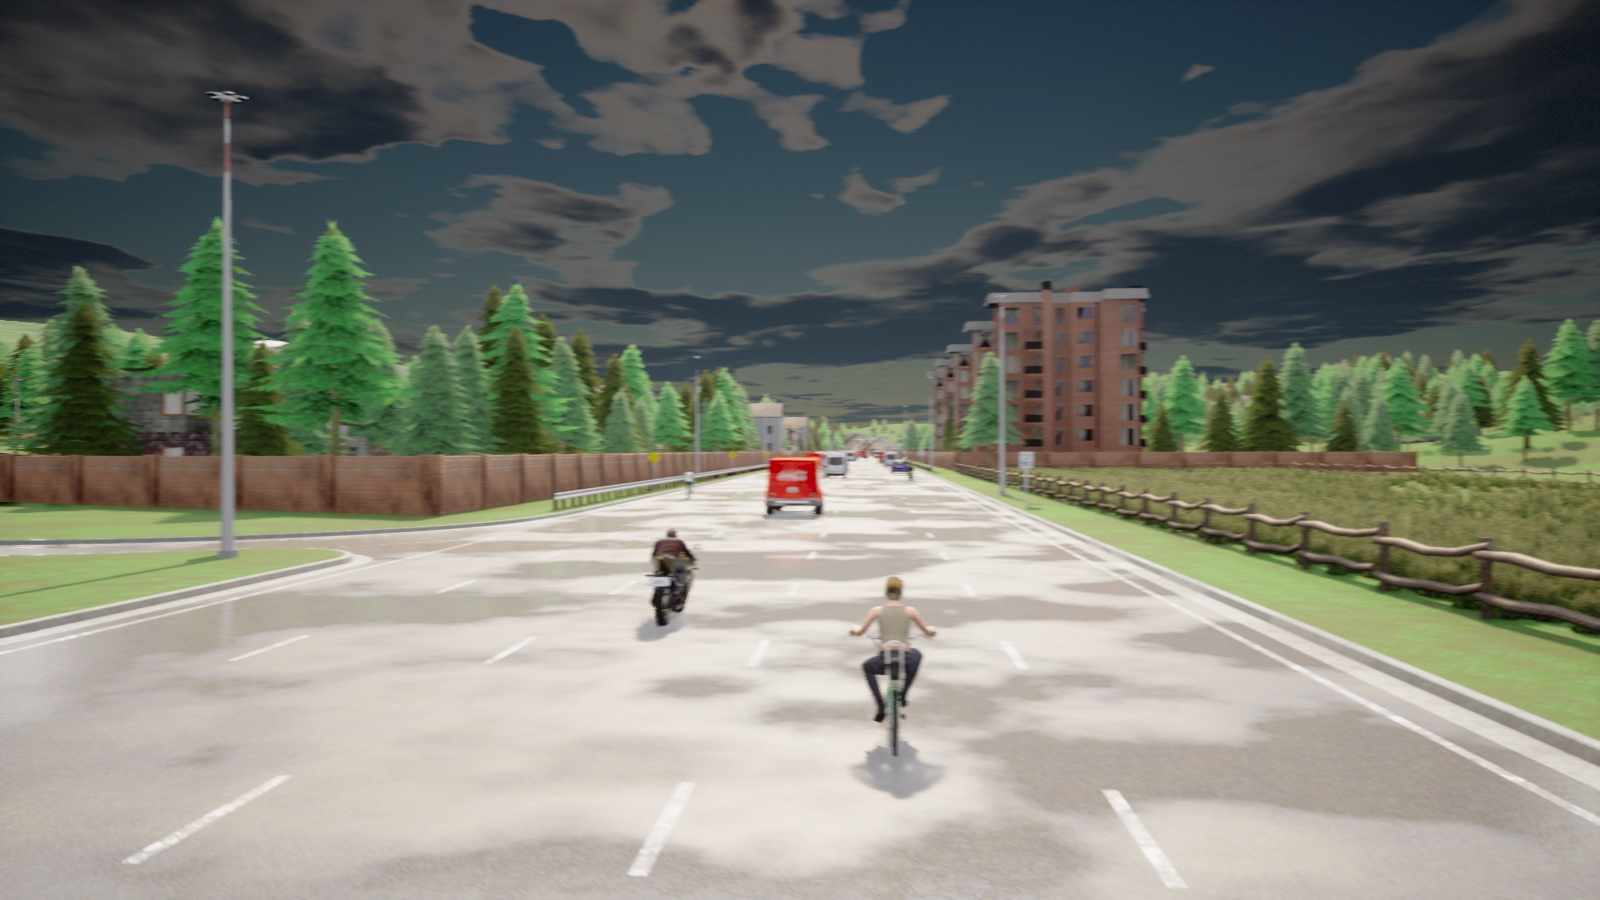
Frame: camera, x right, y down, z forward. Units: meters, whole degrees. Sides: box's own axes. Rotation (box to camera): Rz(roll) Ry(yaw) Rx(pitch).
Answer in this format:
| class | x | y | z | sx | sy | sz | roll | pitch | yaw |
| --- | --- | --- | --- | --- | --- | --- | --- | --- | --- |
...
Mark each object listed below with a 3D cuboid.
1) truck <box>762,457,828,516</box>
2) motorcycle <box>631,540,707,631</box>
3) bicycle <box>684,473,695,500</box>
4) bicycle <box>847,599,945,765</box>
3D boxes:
| class | x | y | z | sx | sy | sz | roll | pitch | yaw |
| --- | --- | --- | --- | --- | --- | --- | --- | --- | --- |
| truck | -0.154 | 1.576 | 51.295 | 2.627 | 2.467 | 5.204 | 0 | 0 | 3 |
| motorcycle | -2.140 | 2.211 | 19.029 | 0.867 | 1.251 | 2.209 | 0 | 0 | 4 |
| bicycle | -6.271 | 2.074 | 65.024 | 0.373 | 1.496 | 1.643 | 0 | 0 | 4 |
| bicycle | 0.895 | 2.157 | 10.913 | 0.859 | 1.276 | 1.487 | 0 | 0 | 3 |
